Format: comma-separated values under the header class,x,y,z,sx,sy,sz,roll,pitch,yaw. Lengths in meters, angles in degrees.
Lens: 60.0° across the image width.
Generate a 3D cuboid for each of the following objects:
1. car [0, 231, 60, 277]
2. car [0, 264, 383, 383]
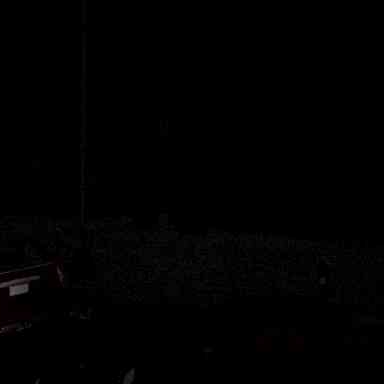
class,x,y,z,sx,sy,sz,roll,pitch,yaw
car,-4.020,1.392,5.836,4.097,1.590,1.967,1,1,36
car,0.536,1.538,2.579,4.507,1.381,1.887,1,1,36
